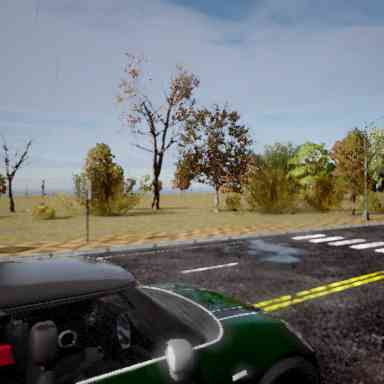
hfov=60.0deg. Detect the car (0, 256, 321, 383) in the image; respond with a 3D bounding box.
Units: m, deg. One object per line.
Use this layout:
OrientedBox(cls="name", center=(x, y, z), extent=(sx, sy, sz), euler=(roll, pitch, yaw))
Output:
OrientedBox(cls="car", center=(-0.997, 1.352, 2.680), extent=(4.553, 1.767, 2.097), euler=(0, 0, -35))
